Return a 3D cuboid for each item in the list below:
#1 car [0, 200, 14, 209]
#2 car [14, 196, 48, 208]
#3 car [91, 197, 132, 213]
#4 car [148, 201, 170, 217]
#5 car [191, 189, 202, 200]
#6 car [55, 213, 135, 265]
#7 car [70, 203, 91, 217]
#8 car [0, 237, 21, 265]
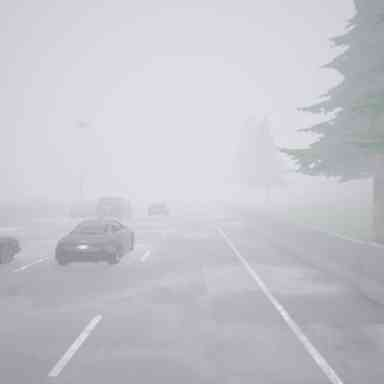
[{"bbox_3d":[-24.457,1.730,43.875,1.895,1.301,4.718,0,0,0],"label":"car"},{"bbox_3d":[-20.955,1.486,43.959,2.097,1.767,4.553,0,0,0],"label":"car"},{"bbox_3d":[-6.816,1.423,29.463,2.150,2.045,5.566,0,0,0],"label":"car"},{"bbox_3d":[-3.302,1.694,33.816,2.128,1.511,4.902,0,0,0],"label":"car"},{"bbox_3d":[1.476,0.935,82.927,2.097,1.767,4.553,0,1,0],"label":"car"},{"bbox_3d":[-3.369,1.696,12.295,1.994,1.385,4.181,0,0,0],"label":"car"},{"bbox_3d":[-10.307,1.757,32.544,1.994,1.385,4.181,0,0,0],"label":"car"},{"bbox_3d":[-6.880,1.645,9.123,2.033,1.411,5.357,0,0,0],"label":"car"}]
